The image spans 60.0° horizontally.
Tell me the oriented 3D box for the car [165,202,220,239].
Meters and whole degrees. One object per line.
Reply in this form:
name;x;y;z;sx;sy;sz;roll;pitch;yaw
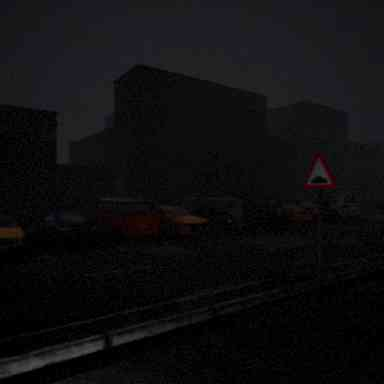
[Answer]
car;-1.073;1.496;17.862;2.097;1.535;5.008;0;0;-36

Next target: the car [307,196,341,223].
car;7.990;1.362;24.367;2.185;1.767;4.553;0;0;-36

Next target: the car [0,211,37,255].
car;-7.693;1.501;12.899;1.946;1.575;5.366;0;0;-36

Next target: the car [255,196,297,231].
car;3.402;1.242;21.087;2.435;2.045;5.566;0;0;-36

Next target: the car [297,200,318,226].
car;5.768;1.490;22.735;2.097;1.535;5.008;0;0;-36

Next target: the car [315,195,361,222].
car;10.136;1.233;25.896;2.435;2.045;5.566;0;0;-36

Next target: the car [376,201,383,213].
car;21.389;1.481;33.864;2.163;1.488;4.792;0;0;-36

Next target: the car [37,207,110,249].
car;-5.555;1.541;14.651;2.002;1.452;4.674;0;0;-36

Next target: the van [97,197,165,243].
van;-3.382;1.272;16.350;1.878;1.987;4.442;0;0;-36

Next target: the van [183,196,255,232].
van;1.242;1.269;19.366;1.878;1.987;4.442;0;0;-36
